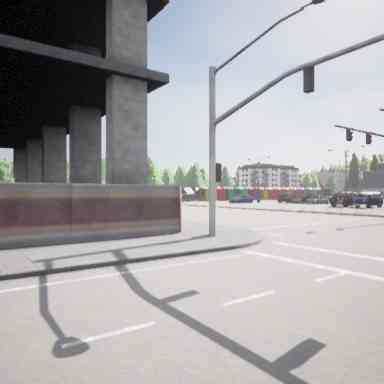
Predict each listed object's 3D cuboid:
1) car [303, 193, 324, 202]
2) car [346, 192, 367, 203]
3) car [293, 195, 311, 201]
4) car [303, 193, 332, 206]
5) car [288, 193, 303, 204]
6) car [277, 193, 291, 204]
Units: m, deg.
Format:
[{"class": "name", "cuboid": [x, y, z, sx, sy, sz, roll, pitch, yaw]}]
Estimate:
[{"class": "car", "cuboid": [26.225, 1.113, 71.840, 4.605, 1.855, 1.932, 0, 0, -35]}, {"class": "car", "cuboid": [40.512, 1.118, 81.980, 3.866, 1.878, 1.905, 0, 0, -35]}, {"class": "car", "cuboid": [24.603, 1.323, 74.241, 3.905, 1.438, 1.784, 0, 0, -35]}, {"class": "car", "cuboid": [20.403, 1.354, 54.083, 3.806, 1.475, 1.970, 0, 0, -35]}, {"class": "car", "cuboid": [18.731, 1.322, 56.446, 3.905, 1.438, 1.784, 0, 0, -35]}, {"class": "car", "cuboid": [17.139, 1.111, 58.607, 4.605, 1.855, 1.932, 0, 0, -35]}]
